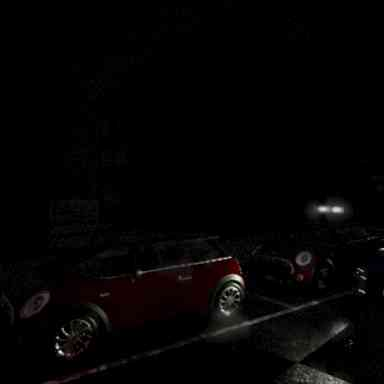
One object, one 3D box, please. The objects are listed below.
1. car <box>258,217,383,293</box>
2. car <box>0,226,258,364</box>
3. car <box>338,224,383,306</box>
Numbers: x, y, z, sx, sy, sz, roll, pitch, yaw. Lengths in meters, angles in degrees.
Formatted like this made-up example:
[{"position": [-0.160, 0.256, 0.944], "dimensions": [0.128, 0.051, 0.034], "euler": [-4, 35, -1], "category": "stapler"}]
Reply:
[{"position": [3.444, 1.517, 8.998], "dimensions": [4.097, 1.590, 1.967], "euler": [1, -1, -35], "category": "car"}, {"position": [-1.060, 1.463, 5.788], "dimensions": [4.097, 1.590, 1.967], "euler": [1, -1, -35], "category": "car"}, {"position": [5.555, 1.563, 7.330], "dimensions": [5.008, 1.535, 1.882], "euler": [1, 0, -35], "category": "car"}]
